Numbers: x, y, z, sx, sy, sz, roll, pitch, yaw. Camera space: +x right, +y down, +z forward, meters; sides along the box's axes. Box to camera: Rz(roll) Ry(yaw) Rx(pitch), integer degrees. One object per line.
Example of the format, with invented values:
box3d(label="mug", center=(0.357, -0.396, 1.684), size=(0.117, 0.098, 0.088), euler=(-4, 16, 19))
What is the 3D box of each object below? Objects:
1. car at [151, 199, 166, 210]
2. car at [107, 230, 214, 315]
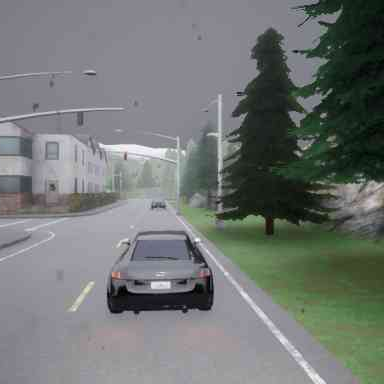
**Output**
box3d(label="car", center=(-4.438, 1.601, 43.923), size=(1.895, 1.301, 4.718), euler=(0, 0, -6))
box3d(label="car", center=(-0.692, 1.564, 7.692), size=(1.994, 1.385, 4.181), euler=(0, 0, -5))
